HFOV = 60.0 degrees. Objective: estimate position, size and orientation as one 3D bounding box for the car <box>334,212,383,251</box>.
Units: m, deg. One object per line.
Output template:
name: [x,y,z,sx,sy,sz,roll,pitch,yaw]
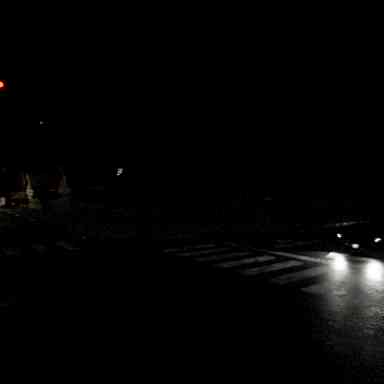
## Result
car: [7.965,1.524,13.378,5.357,1.411,2.033,0,0,-36]
